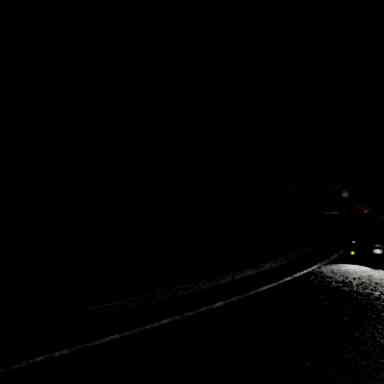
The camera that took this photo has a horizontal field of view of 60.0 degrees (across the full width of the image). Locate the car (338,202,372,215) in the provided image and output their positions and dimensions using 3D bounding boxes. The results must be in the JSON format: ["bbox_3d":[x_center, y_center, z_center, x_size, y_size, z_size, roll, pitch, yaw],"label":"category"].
[{"bbox_3d":[17.913,1.811,36.637,1.812,1.442,4.674,1,0,-1],"label":"car"}]

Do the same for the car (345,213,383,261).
[{"bbox_3d":[6.883,1.674,11.989,1.994,1.385,4.181,0,0,34],"label":"car"}]
